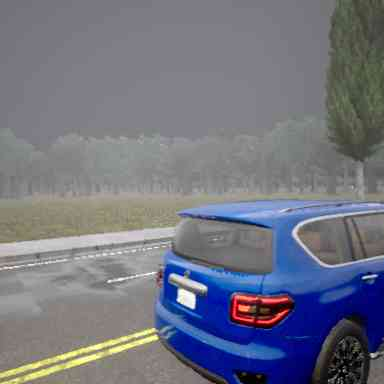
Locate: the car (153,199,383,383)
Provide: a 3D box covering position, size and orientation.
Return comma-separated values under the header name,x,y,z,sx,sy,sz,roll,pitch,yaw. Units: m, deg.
name,x,y,z,sx,sy,sz,roll,pitch,yaw
car,2.123,1.116,4.947,5.566,2.045,2.150,-2,1,-35
